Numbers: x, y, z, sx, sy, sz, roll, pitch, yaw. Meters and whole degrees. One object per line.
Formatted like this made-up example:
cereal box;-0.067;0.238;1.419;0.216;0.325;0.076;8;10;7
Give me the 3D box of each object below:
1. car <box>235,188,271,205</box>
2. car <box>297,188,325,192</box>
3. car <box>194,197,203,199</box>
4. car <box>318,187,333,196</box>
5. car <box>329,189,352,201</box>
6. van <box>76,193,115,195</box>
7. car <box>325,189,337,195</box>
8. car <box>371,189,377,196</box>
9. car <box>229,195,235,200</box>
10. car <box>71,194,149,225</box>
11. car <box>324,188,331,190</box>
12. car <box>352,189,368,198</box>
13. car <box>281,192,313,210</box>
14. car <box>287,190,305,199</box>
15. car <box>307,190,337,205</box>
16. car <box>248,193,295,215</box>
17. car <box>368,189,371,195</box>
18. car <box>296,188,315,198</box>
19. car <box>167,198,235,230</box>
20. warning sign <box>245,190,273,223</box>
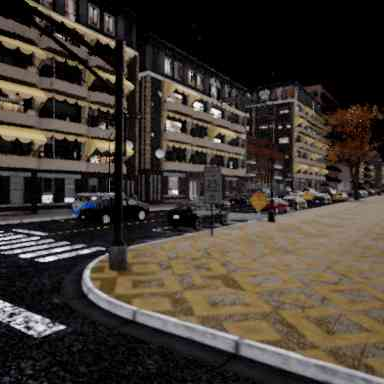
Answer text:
car;7.642;0.523;39.321;2.150;2.045;5.566;1;1;35
car;16.998;0.635;47.250;1.882;1.535;5.008;1;1;35
car;0.904;1.087;29.627;1.895;1.301;4.718;1;1;35
car;31.539;-0.128;78.367;2.192;1.841;5.009;2;2;35
car;22.666;0.621;50.854;1.752;1.417;4.829;2;2;35
van;-6.515;0.941;23.435;1.690;1.788;3.998;2;2;35
car;34.707;0.016;82.952;1.887;1.381;4.507;2;2;35
car;41.597;0.023;78.178;1.967;1.590;4.097;2;2;35
car;6.166;0.814;41.752;1.947;1.339;4.313;2;2;35
car;-4.878;1.125;21.281;1.882;1.535;5.008;1;1;35
car;22.764;0.352;55.559;2.097;1.767;4.553;1;1;34
car;32.083;0.391;64.449;2.008;1.369;4.403;2;2;35
car;9.883;0.998;32.403;2.008;1.369;4.403;2;2;35
car;18.755;0.429;59.923;1.752;1.417;4.829;2;2;35
car;16.226;0.823;41.559;2.008;1.369;4.403;2;2;35
car;6.712;1.079;27.824;1.887;1.381;4.507;2;2;35
car;35.253;0.305;69.025;2.008;1.369;4.403;2;2;35
car;22.027;0.129;64.635;2.192;1.841;5.009;2;2;35
car;0.370;1.277;18.671;1.947;1.339;4.313;2;2;35
warning sign;3.989;0.811;19.754;1.300;1.860;1.060;0;0;35
